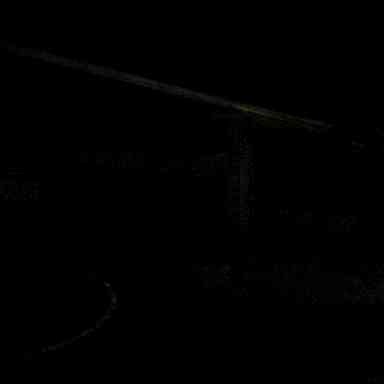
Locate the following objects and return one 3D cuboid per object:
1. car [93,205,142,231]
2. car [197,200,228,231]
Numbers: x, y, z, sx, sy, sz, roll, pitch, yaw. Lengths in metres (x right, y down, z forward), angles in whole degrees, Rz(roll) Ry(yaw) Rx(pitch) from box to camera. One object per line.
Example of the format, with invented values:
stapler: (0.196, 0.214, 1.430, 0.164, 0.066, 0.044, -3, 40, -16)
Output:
car: (-5.137, 1.671, 22.711, 2.242, 1.667, 4.611, 0, 0, -33)
car: (1.973, 1.504, 22.145, 1.905, 1.878, 3.866, 0, 0, -33)
